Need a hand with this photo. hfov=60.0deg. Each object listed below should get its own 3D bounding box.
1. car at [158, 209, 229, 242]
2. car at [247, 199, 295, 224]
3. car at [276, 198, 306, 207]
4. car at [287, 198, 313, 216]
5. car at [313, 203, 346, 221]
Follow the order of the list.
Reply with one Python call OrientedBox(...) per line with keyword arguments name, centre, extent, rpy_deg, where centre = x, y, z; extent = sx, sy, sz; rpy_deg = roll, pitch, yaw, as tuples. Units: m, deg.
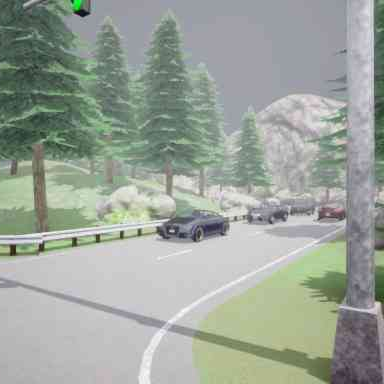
OrientedBox(name="car", centre=(0.206, 1.580, 16.650), extent=(1.994, 1.385, 4.181), rpy_deg=(0, 0, 34))
OrientedBox(name="car", centre=(5.738, 1.509, 24.914), extent=(2.128, 1.511, 4.902), rpy_deg=(0, 0, 34))
OrientedBox(name="car", centre=(15.308, 1.612, 51.800), extent=(1.994, 1.385, 4.181), rpy_deg=(1, 0, -33))
OrientedBox(name="car", centre=(11.204, 1.524, 33.546), extent=(1.837, 1.490, 4.892), rpy_deg=(0, 0, 27))
OrientedBox(name="car", centre=(11.673, 1.598, 27.354), extent=(1.812, 1.442, 4.674), rpy_deg=(0, -1, 34))
